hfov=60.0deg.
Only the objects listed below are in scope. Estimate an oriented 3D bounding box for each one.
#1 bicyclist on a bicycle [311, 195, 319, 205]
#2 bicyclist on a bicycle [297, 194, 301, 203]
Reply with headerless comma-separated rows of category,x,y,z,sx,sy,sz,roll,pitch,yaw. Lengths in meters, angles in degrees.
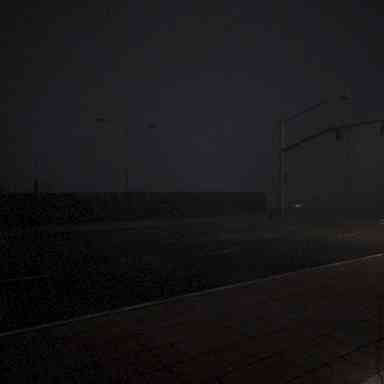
bicyclist on a bicycle,19.021,1.221,51.415,1.656,1.620,0.582,0,0,-21
bicyclist on a bicycle,18.145,1.045,56.346,0.582,1.620,1.656,0,1,23
